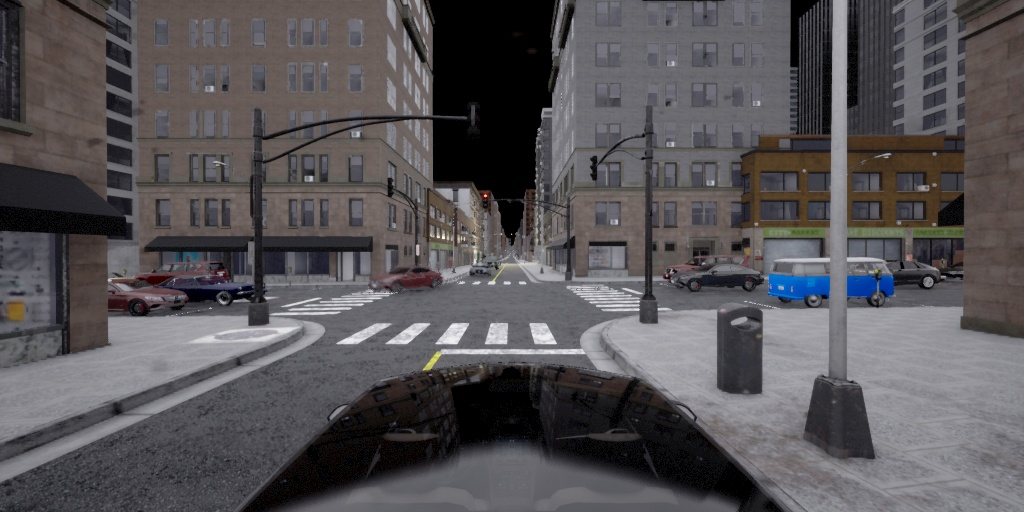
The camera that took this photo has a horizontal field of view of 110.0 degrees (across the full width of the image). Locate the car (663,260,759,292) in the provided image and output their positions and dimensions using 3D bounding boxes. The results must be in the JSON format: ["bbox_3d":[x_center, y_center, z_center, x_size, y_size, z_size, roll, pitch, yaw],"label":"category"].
[{"bbox_3d":[11.108,1.114,19.567,4.674,1.442,1.812,-1,0,1],"label":"car"}]

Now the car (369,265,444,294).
[{"bbox_3d":[-6.061,1.298,21.118,1.812,1.442,4.674,0,1,34],"label":"car"}]

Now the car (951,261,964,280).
[{"bbox_3d":[28.931,0.916,22.255,4.313,1.339,1.948,0,0,0],"label":"car"}]

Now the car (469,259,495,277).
[{"bbox_3d":[-3.086,1.320,35.747,1.994,1.385,4.181,0,0,0],"label":"car"}]

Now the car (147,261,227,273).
[{"bbox_3d":[-20.338,1.270,22.149,5.009,1.841,2.192,0,0,0],"label":"car"}]

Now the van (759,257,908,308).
[{"bbox_3d":[12.123,0.957,13.694,3.998,1.789,1.690,0,0,0],"label":"van"}]

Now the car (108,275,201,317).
[{"bbox_3d":[-14.814,1.527,13.636,4.207,1.307,1.802,0,0,0],"label":"car"}]

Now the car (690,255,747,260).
[{"bbox_3d":[12.103,0.872,22.219,5.009,1.841,2.192,0,0,0],"label":"car"}]

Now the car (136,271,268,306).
[{"bbox_3d":[-13.949,1.517,16.300,4.718,1.301,1.895,-1,0,0],"label":"car"}]

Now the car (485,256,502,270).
[{"bbox_3d":[-3.070,0.999,52.601,2.150,2.045,5.566,0,0,0],"label":"car"}]

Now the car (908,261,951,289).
[{"bbox_3d":[20.293,0.980,19.570,4.892,1.490,1.837,-1,0,0],"label":"car"}]

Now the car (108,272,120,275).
[{"bbox_3d":[-26.012,1.551,22.137,4.829,1.417,1.751,0,0,0],"label":"car"}]
